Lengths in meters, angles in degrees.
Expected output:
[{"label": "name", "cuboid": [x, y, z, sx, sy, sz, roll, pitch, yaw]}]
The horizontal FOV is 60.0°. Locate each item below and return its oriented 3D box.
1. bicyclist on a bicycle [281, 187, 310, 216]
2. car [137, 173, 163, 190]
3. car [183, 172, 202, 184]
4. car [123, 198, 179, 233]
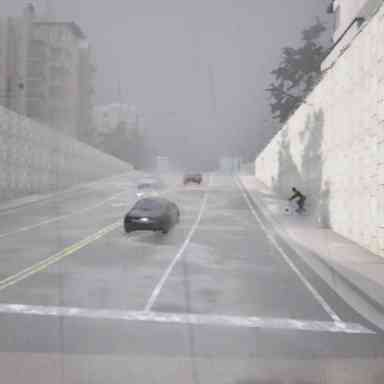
[{"label": "bicyclist on a bicycle", "cuboid": [5.817, 0.555, 18.546, 1.656, 1.620, 0.582, 1, 5, 5]}, {"label": "car", "cuboid": [-4.050, -1.084, 32.716, 1.812, 1.442, 4.674, 1, 8, 5]}, {"label": "car", "cuboid": [0.115, -1.671, 38.020, 1.895, 1.301, 4.718, 1, 8, 5]}, {"label": "car", "cuboid": [-1.768, 0.957, 15.541, 1.994, 1.385, 4.181, 2, 4, 5]}]
